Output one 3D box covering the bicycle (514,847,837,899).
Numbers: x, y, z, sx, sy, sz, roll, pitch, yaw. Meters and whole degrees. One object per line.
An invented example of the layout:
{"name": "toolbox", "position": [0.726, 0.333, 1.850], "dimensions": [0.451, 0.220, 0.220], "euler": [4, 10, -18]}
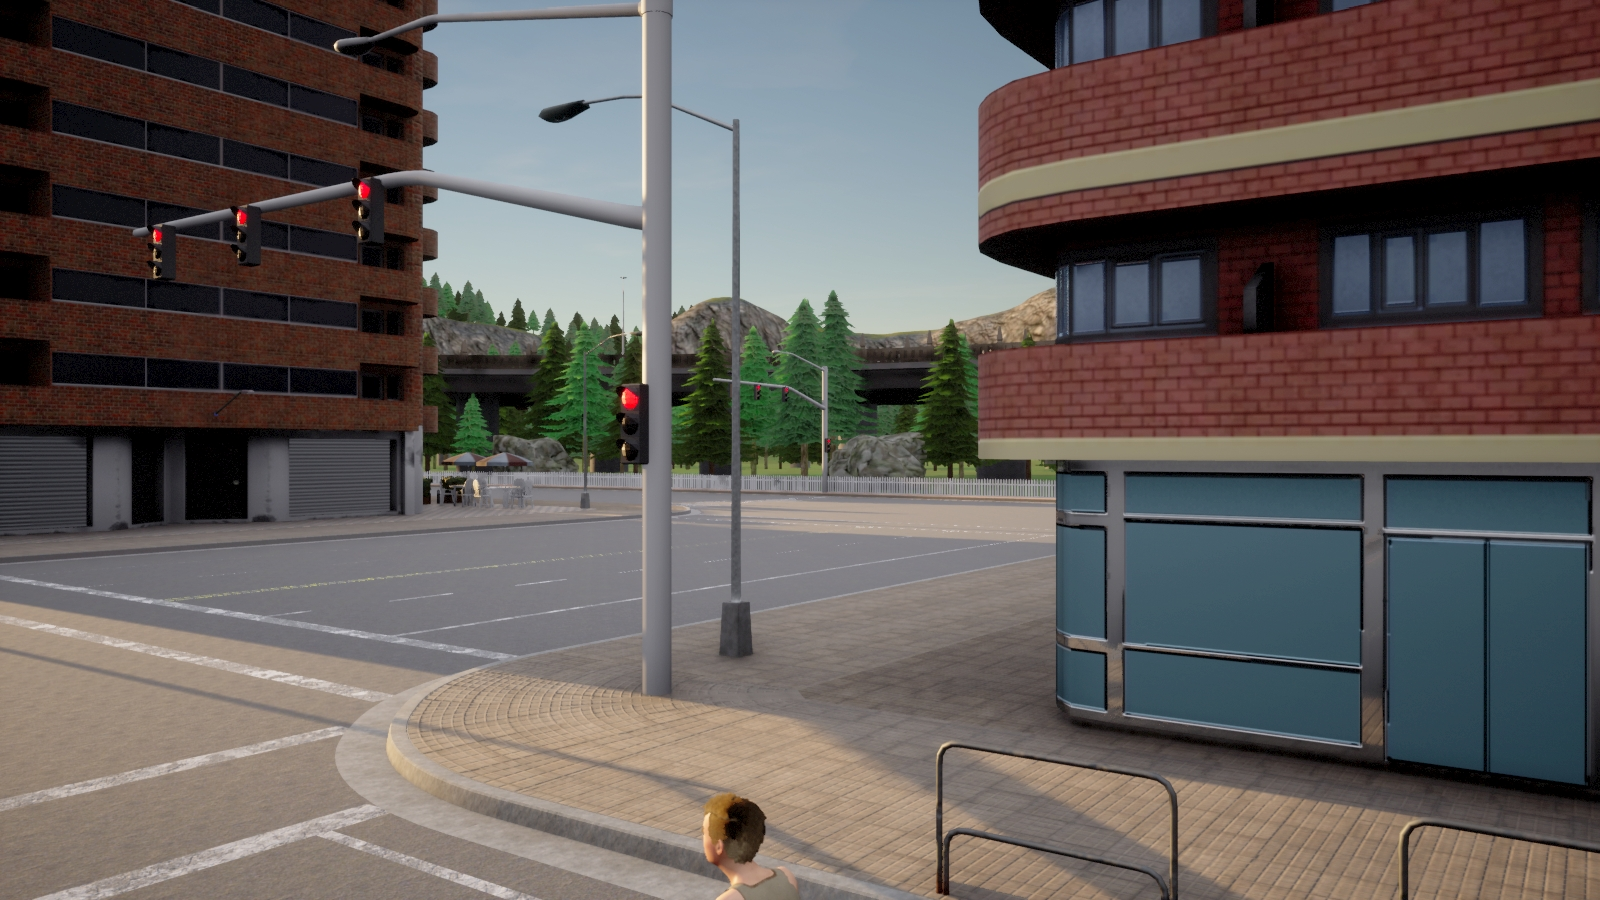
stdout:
{"name": "bicycle", "position": [-0.301, 2.232, 4.022], "dimensions": [1.487, 1.126, 0.859], "euler": [0, 0, 35]}
